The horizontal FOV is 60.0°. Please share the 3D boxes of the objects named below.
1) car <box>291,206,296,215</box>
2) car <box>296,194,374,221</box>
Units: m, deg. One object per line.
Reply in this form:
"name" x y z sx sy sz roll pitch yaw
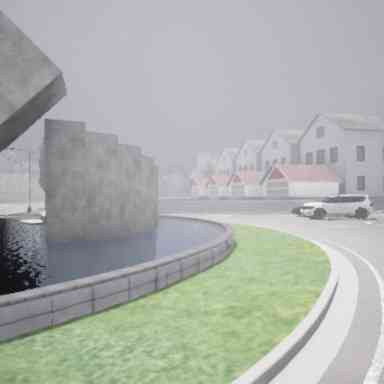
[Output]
"car" 11.745 1.537 30.906 4.892 1.490 1.837 -1 0 2
"car" 11.911 1.231 27.377 5.566 2.045 2.150 -1 0 2
